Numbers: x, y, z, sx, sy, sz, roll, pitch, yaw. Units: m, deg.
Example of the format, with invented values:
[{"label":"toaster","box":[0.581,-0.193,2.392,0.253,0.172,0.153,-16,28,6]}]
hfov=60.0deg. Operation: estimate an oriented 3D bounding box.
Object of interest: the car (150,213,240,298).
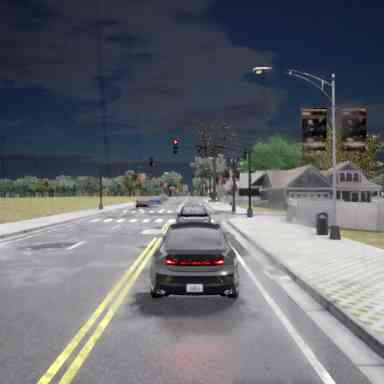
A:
[{"label":"car","box":[0.075,1.507,8.500,1.837,1.490,4.892,0,0,1]}]

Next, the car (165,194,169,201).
[{"label":"car","box":[-6.575,1.217,76.701,2.097,1.767,4.553,0,0,0]}]

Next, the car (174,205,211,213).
[{"label":"car","box":[0.056,1.494,18.770,2.128,1.511,4.902,0,0,-2]}]

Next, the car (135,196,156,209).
[{"label":"car","box":[-6.641,1.540,46.364,2.033,1.411,5.357,0,0,0]}]

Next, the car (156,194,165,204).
[{"label":"car","box":[-6.624,1.459,61.635,1.882,1.535,5.008,0,0,0]}]
